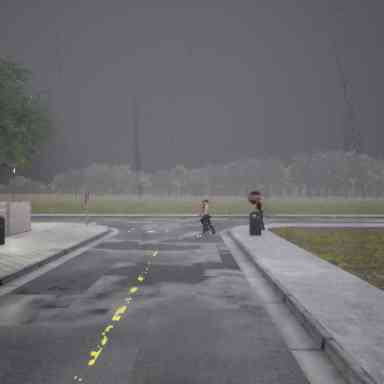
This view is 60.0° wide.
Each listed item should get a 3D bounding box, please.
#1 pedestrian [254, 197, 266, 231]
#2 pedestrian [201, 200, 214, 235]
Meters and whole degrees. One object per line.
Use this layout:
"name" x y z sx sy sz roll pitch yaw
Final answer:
"pedestrian" 3.618 1.139 17.913 0.375 1.860 0.375 0 0 0
"pedestrian" 0.794 1.294 17.326 0.375 1.860 0.375 0 0 0
